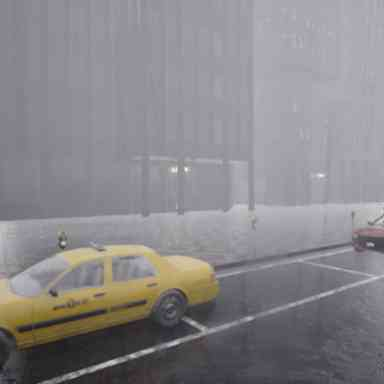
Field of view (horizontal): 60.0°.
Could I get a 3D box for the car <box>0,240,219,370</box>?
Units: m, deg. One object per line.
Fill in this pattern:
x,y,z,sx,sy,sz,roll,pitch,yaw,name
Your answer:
-1.781,1.512,5.377,4.829,1.417,1.752,-1,0,-35,car

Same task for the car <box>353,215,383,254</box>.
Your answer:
7.603,1.438,12.069,4.507,1.381,1.887,-1,0,-35,car
